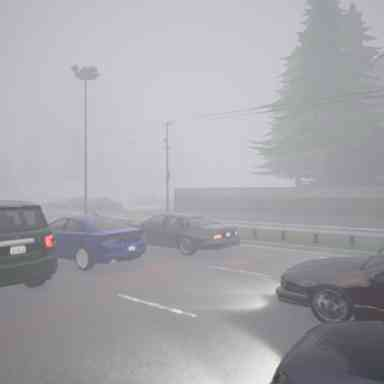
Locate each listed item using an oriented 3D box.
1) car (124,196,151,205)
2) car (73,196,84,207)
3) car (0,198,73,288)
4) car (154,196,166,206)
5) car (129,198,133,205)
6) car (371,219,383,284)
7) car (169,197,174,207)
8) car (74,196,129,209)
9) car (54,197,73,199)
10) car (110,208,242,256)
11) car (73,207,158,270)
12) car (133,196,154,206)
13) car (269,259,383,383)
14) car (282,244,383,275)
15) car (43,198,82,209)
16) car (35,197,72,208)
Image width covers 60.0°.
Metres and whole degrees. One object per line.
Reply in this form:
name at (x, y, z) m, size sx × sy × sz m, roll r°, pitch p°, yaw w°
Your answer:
car at (-10.003, 1.505, 61.363) m, size 1.837 × 1.490 × 4.892 m, roll 0°, pitch -1°, yaw 37°
car at (-11.903, 1.351, 41.458) m, size 2.097 × 1.767 × 4.553 m, roll 0°, pitch 0°, yaw 37°
car at (-5.533, 1.221, 8.095) m, size 5.566 × 2.045 × 2.150 m, roll 0°, pitch 0°, yaw 37°
car at (-3.196, 1.489, 52.997) m, size 2.128 × 1.511 × 4.902 m, roll 0°, pitch 0°, yaw 37°
car at (-8.530, 1.489, 57.534) m, size 2.128 × 1.511 × 4.902 m, roll 0°, pitch 0°, yaw 37°
car at (6.869, 1.526, 7.622) m, size 4.674 × 1.442 × 1.812 m, roll 0°, pitch 0°, yaw 37°
car at (-1.055, 1.476, 50.014) m, size 1.882 × 1.535 × 5.008 m, roll 0°, pitch 0°, yaw 37°
car at (-10.223, 1.546, 37.875) m, size 2.033 × 1.411 × 5.357 m, roll 0°, pitch 0°, yaw 37°
car at (-15.212, 1.350, 42.883) m, size 2.097 × 1.767 × 4.553 m, roll 0°, pitch 0°, yaw 37°
car at (-0.724, 1.547, 13.241) m, size 5.357 × 1.411 × 2.033 m, roll 0°, pitch 0°, yaw 37°
car at (-3.719, 1.477, 11.111) m, size 5.008 × 1.535 × 1.882 m, roll 0°, pitch 0°, yaw 37°
car at (-6.730, 1.500, 54.121) m, size 1.837 × 1.490 × 4.892 m, roll 0°, pitch 1°, yaw 37°
car at (2.584, 1.564, 2.084) m, size 4.181 × 1.385 × 1.994 m, roll 0°, pitch 0°, yaw 37°
car at (4.158, 1.547, 5.278) m, size 5.357 × 1.411 × 2.033 m, roll 0°, pitch 0°, yaw 37°
car at (-17.653, 1.524, 45.458) m, size 1.812 × 1.442 × 4.674 m, roll 0°, pitch 0°, yaw 37°
car at (-19.982, 1.524, 48.189) m, size 1.812 × 1.442 × 4.674 m, roll 0°, pitch 0°, yaw 37°
